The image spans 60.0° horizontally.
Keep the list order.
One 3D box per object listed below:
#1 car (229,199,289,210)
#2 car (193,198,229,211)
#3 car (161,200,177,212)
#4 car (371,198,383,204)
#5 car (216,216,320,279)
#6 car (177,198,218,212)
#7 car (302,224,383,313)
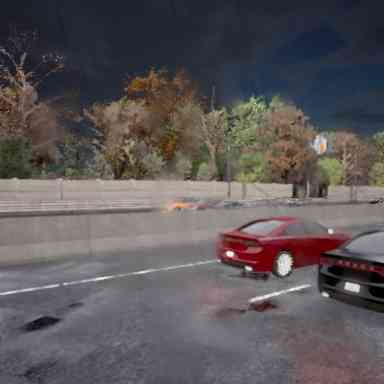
[{"bbox_3d":[5.379,1.370,25.019,4.553,1.767,2.097,0,0,-35],"label":"car"},{"bbox_3d":[2.786,1.522,27.471,4.892,1.490,1.837,0,0,-35],"label":"car"},{"bbox_3d":[-0.818,1.369,33.495,4.553,1.767,2.097,0,0,-35],"label":"car"},{"bbox_3d":[33.048,1.676,57.534,4.718,1.301,1.895,0,0,-35],"label":"car"},{"bbox_3d":[3.018,1.485,10.195,5.008,1.535,1.882,0,0,-35],"label":"car"},{"bbox_3d":[1.342,1.369,30.737,4.553,1.767,2.097,0,0,-35],"label":"car"},{"bbox_3d":[4.764,1.485,7.141,5.008,1.535,1.882,0,0,-35],"label":"car"}]
